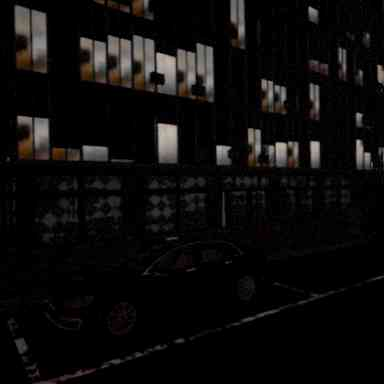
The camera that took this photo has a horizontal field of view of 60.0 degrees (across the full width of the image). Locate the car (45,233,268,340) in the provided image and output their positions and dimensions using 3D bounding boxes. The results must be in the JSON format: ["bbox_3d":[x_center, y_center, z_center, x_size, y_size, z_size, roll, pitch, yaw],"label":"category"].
[{"bbox_3d":[-0.431,1.530,6.395,4.403,1.369,2.008,0,-1,-35],"label":"car"}]

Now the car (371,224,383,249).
[{"bbox_3d":[8.744,1.452,12.972,4.507,1.381,1.887,0,-1,-35],"label":"car"}]
